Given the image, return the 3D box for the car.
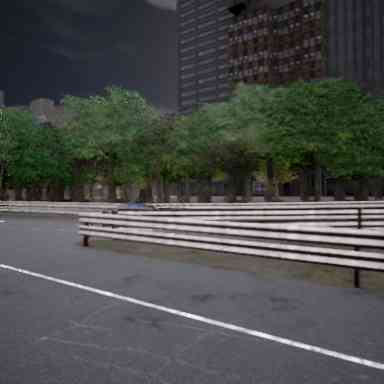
[{"bbox_3d":[-3.834,1.454,20.323,5.008,1.535,1.882,0,0,15],"label":"car"}]
